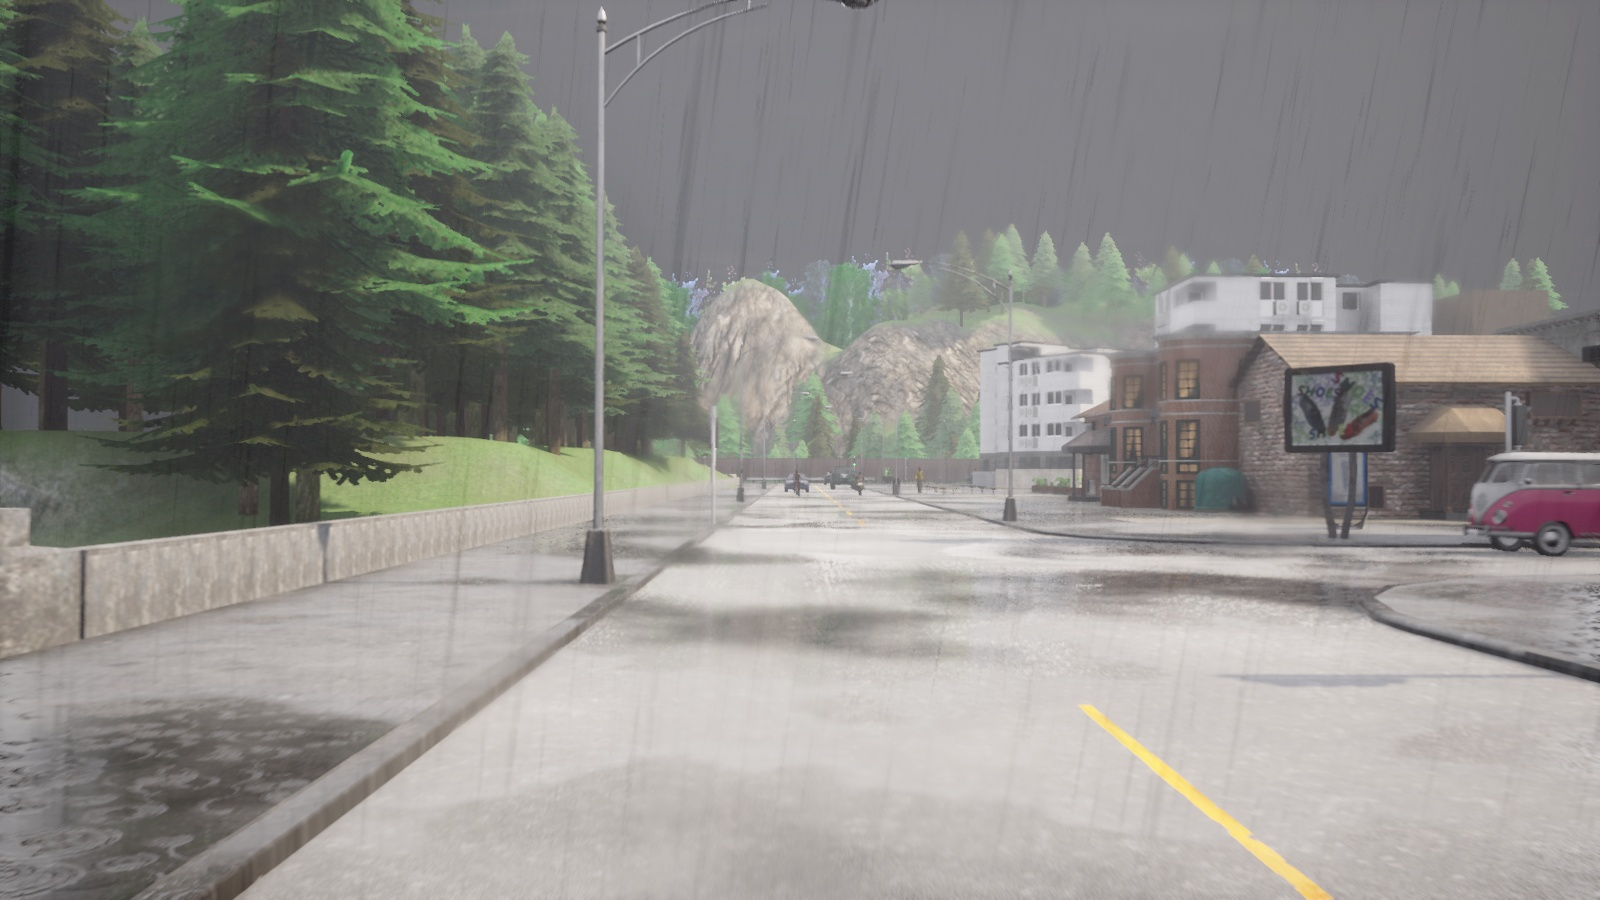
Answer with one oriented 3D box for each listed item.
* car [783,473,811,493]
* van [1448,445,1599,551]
[{"bbox_3d":[-0.216,2.428,93.475,2.033,1.411,5.357,0,-1,0],"label":"car"},{"bbox_3d":[15.347,0.916,24.511,4.442,1.987,1.775,0,-1,0],"label":"van"}]
